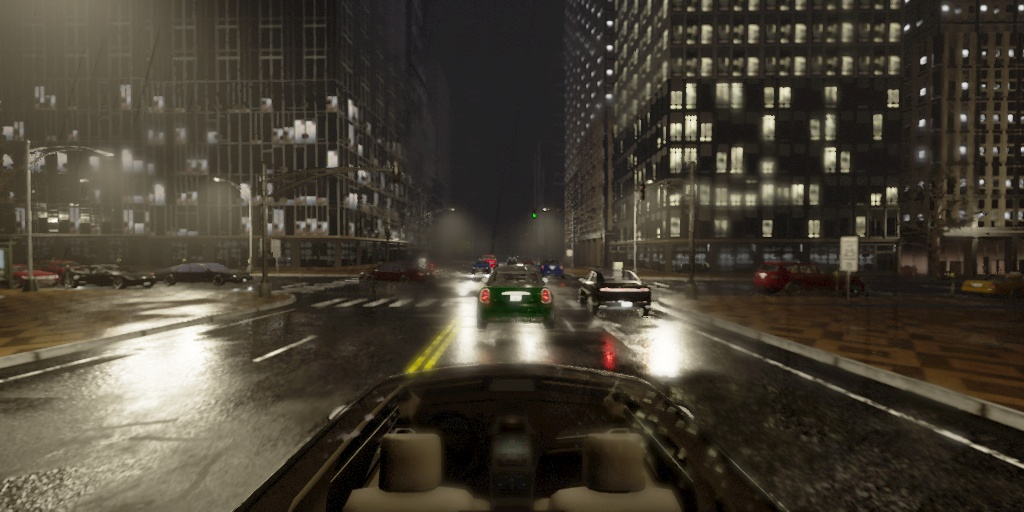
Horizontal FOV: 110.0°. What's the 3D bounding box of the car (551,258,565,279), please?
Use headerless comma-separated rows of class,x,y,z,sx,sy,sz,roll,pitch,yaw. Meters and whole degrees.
car,3.366,1.038,31.961,2.097,1.767,4.553,0,-1,0

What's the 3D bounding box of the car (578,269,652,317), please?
car,3.561,1.228,13.069,2.128,1.511,4.902,0,0,4

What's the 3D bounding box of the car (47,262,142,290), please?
car,-22.727,1.167,20.241,4.313,1.339,1.948,0,0,1

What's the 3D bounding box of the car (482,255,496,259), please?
car,-3.319,0.898,49.943,2.150,2.045,5.566,0,0,0

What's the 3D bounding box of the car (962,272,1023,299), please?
car,27.646,1.571,19.506,4.829,1.417,1.751,0,0,1

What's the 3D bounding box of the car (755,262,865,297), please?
car,16.198,1.261,19.705,5.009,1.841,2.192,0,0,1

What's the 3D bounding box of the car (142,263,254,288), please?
car,-19.702,1.131,22.871,5.357,1.411,2.033,0,1,0

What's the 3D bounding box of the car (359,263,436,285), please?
car,-8.010,1.197,24.976,5.357,1.411,2.033,1,1,20

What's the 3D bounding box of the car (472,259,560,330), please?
car,0.102,1.090,11.257,2.097,1.767,4.553,0,0,0

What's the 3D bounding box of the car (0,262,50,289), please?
car,-28.411,1.132,20.375,4.207,1.307,1.802,0,0,1

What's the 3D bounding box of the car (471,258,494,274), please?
car,-3.337,1.221,39.720,1.812,1.442,4.674,0,0,0
